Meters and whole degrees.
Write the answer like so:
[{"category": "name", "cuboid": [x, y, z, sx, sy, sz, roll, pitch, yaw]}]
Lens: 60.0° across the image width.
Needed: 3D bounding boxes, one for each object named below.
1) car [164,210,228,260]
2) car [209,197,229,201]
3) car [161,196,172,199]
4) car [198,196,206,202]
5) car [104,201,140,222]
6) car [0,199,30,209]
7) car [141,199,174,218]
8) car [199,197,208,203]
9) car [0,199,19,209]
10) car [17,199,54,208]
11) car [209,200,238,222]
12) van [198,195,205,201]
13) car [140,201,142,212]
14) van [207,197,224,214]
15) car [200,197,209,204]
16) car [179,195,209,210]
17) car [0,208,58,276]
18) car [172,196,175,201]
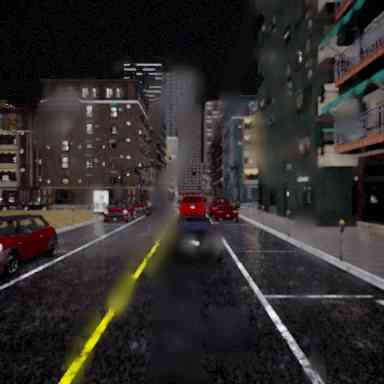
[{"category": "car", "cuboid": [0.066, 1.598, 12.517, 1.994, 1.385, 4.181, 0, 0, 0]}, {"category": "car", "cuboid": [2.634, 1.408, 32.240, 2.192, 1.841, 5.009, 0, 0, 0]}, {"category": "car", "cuboid": [-5.803, 1.784, 70.160, 1.947, 1.339, 4.313, 0, 0, 0]}, {"category": "car", "cuboid": [2.552, 1.824, 86.731, 1.887, 1.381, 4.507, 0, 0, 0]}, {"category": "car", "cuboid": [-5.738, 1.515, 26.699, 1.967, 1.590, 4.097, 0, 0, 0]}, {"category": "car", "cuboid": [-30.358, 1.996, 57.051, 4.097, 1.590, 1.967, -1, 1, 0]}, {"category": "car", "cuboid": [-3.131, 1.637, 31.351, 2.033, 1.411, 5.357, 0, 0, 0]}, {"category": "car", "cuboid": [2.569, 1.804, 75.684, 1.947, 1.339, 4.313, 0, 0, 0]}, {"category": "car", "cuboid": [-28.045, 2.112, 48.433, 4.403, 1.369, 2.008, -1, 1, 0]}, {"category": "car", "cuboid": [-22.476, 2.031, 48.482, 4.403, 1.369, 2.008, -1, 1, 0]}, {"category": "car", "cuboid": [2.644, 1.620, 26.711, 1.887, 1.381, 4.507, 0, 0, 0]}, {"category": "van", "cuboid": [2.542, 1.642, 92.255, 1.690, 1.788, 3.998, 0, 0, 0]}, {"category": "car", "cuboid": [-5.753, 1.691, 37.755, 1.802, 1.307, 4.206, 0, 0, 0]}, {"category": "van", "cuboid": [2.626, 1.451, 37.767, 1.690, 1.788, 3.998, 0, 0, 0]}, {"category": "car", "cuboid": [2.578, 1.800, 70.161, 1.802, 1.307, 4.206, 0, 0, 0]}, {"category": "car", "cuboid": [0.048, 1.302, 28.516, 2.150, 2.045, 5.566, 0, 0, 0]}, {"category": "car", "cuboid": [-5.712, 1.467, 10.117, 1.967, 1.590, 4.097, 0, 0, 0]}, {"category": "car", "cuboid": [-5.820, 1.824, 81.207, 1.947, 1.339, 4.313, 0, 0, 0]}]
